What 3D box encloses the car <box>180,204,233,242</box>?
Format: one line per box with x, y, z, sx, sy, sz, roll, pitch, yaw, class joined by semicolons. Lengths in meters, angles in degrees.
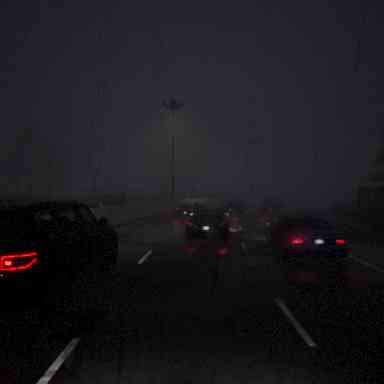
0.832;1.497;16.071;1.994;1.385;4.181;0;0;6;car

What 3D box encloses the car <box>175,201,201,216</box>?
-0.005;1.473;30.578;1.895;1.301;4.718;0;0;15;car

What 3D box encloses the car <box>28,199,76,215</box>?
-13.910;1.463;33.359;1.895;1.301;4.718;0;0;15;car

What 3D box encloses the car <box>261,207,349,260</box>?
3.918;1.496;12.226;2.033;1.411;5.357;0;0;4;car

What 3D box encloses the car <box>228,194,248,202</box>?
9.191;1.200;66.250;1.882;1.535;5.008;0;0;36;car

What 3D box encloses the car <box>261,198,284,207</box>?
7.675;1.358;31.866;2.128;1.511;4.902;0;0;17;car

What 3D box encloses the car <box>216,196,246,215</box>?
4.052;1.358;31.968;2.128;1.511;4.902;0;0;16;car

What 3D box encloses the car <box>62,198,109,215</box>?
-10.394;1.355;32.872;2.128;1.511;4.902;0;0;15;car

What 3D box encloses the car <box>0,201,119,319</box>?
-3.317;1.192;7.472;2.150;2.045;5.566;0;0;2;car
